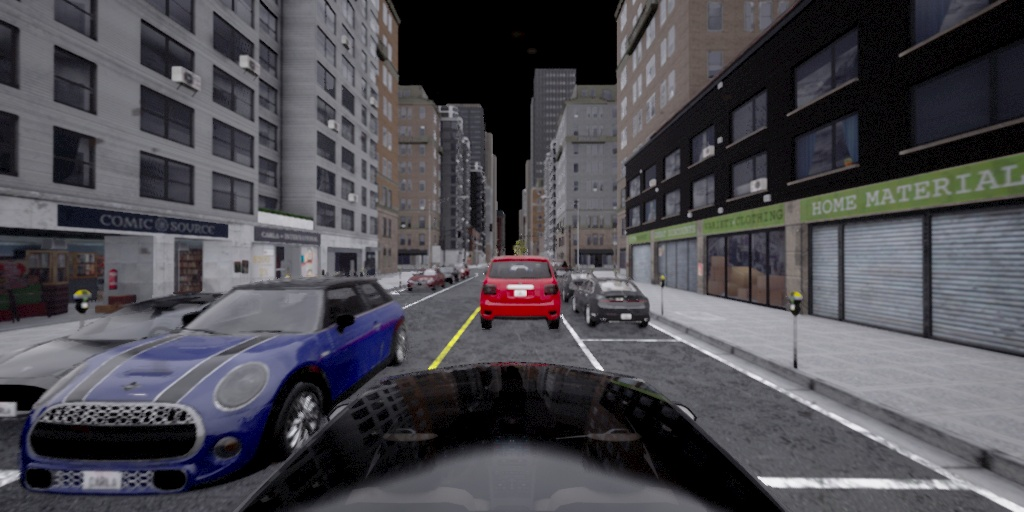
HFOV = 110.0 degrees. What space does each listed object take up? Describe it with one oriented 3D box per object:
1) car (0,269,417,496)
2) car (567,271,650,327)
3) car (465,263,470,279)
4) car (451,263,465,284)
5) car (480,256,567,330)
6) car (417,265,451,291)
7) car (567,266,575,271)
[{"bbox_3d":[-3.064,1.117,4.963,2.097,1.767,4.553,0,0,1],"label":"car"},{"bbox_3d":[3.017,1.350,11.523,2.007,1.370,4.403,0,0,1],"label":"car"},{"bbox_3d":[-5.098,1.347,33.767,1.967,1.591,4.097,0,0,1],"label":"car"},{"bbox_3d":[-5.200,1.446,28.243,1.948,1.339,4.313,0,0,1],"label":"car"},{"bbox_3d":[0.254,1.019,11.474,2.150,2.045,5.566,0,0,1],"label":"car"},{"bbox_3d":[-5.303,1.434,22.719,1.802,1.307,4.207,0,0,1],"label":"car"},{"bbox_3d":[3.120,1.377,17.046,2.007,1.370,4.403,0,0,1],"label":"car"}]
